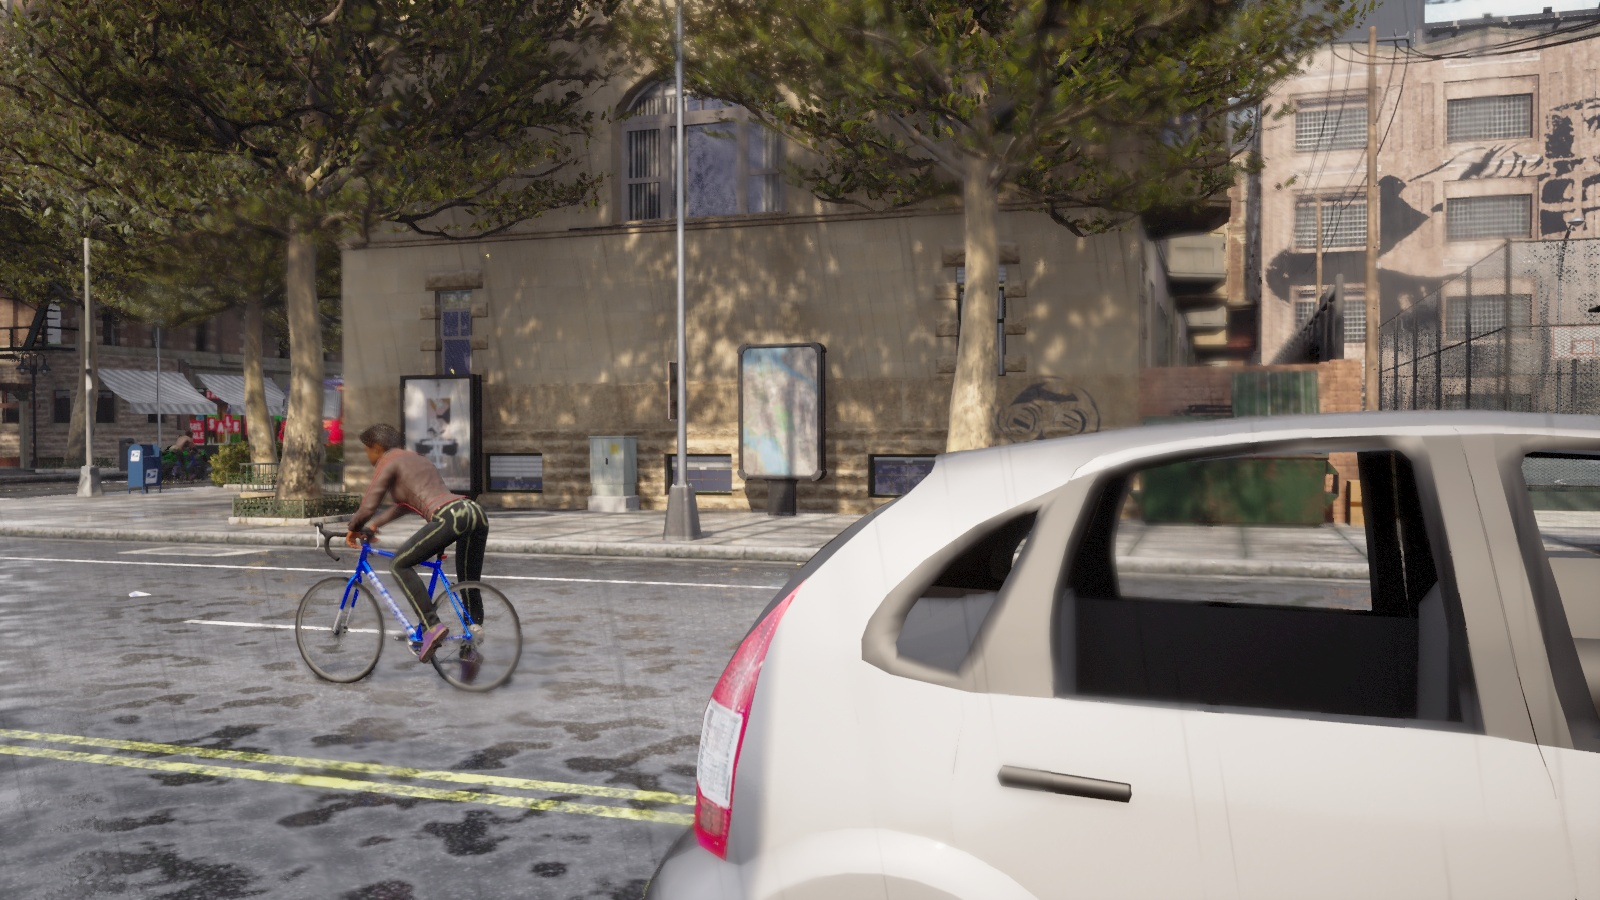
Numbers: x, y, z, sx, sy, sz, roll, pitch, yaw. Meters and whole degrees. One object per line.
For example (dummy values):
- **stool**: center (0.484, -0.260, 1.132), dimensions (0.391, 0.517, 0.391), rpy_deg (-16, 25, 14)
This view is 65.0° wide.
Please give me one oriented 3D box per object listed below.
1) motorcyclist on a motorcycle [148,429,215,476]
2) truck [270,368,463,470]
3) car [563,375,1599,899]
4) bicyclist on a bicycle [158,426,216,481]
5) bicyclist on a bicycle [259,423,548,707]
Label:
- **motorcyclist on a motorcycle**: center (-20.733, 0.056, 42.158), dimensions (0.797, 1.523, 2.044), rpy_deg (1, 1, 19)
- **truck**: center (-17.521, -1.230, 51.577), dimensions (2.891, 3.827, 8.468), rpy_deg (1, 1, 19)
- **car**: center (1.739, 0.690, 2.607), dimensions (3.988, 1.617, 1.851), rpy_deg (1, 1, 19)
- **bicyclist on a bicycle**: center (-18.477, 0.104, 37.877), dimensions (0.582, 1.620, 1.656), rpy_deg (1, 1, 19)
- **bicyclist on a bicycle**: center (-2.426, 0.647, 7.694), dimensions (1.656, 1.620, 0.582), rpy_deg (0, 1, 19)
